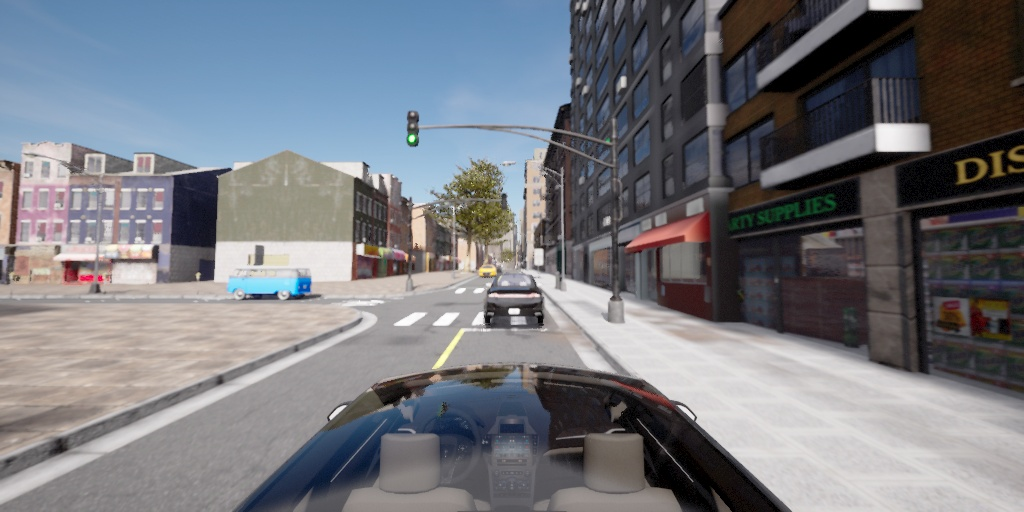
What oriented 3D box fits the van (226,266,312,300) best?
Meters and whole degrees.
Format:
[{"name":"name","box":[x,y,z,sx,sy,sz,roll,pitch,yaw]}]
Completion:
[{"name":"van","box":[-12.924,1.426,19.150,3.998,1.789,1.690,0,0,0]}]

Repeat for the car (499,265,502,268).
[{"name":"car","box":[-2.755,2.246,63.608,2.128,1.511,4.902,0,-2,0]}]

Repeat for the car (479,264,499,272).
[{"name":"car","box":[-2.840,1.781,42.516,1.882,1.535,5.008,0,-1,0]}]

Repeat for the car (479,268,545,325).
[{"name":"car","box":[0.075,1.345,12.330,2.128,1.511,4.902,0,-1,0]}]
